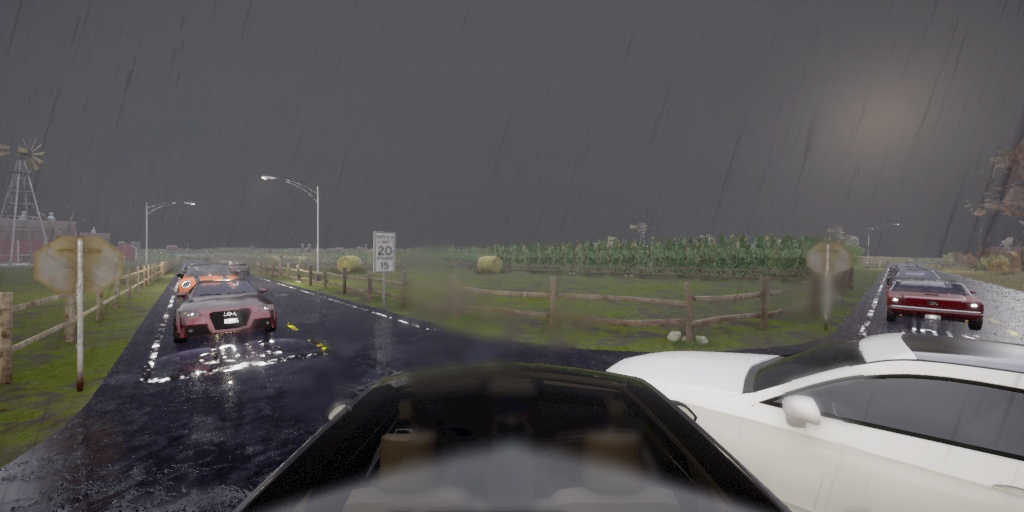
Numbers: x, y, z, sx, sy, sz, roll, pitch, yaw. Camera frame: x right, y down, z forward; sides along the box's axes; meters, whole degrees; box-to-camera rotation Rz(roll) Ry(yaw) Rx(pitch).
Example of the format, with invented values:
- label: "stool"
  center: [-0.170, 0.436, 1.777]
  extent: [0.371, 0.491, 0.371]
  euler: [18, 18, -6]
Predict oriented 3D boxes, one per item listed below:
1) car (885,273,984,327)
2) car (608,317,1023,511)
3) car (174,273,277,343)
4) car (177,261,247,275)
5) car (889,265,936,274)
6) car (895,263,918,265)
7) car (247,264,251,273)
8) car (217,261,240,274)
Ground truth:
- label: "car"
  center: [13.436, 1.402, 11.599]
  extent: [4.718, 1.301, 1.895]
  euler: [0, 1, -43]
- label: "car"
  center: [2.825, 1.294, 2.458]
  extent: [1.812, 1.442, 4.674]
  euler: [0, 1, -44]
- label: "car"
  center: [-8.010, 1.357, 9.966]
  extent: [1.994, 1.385, 4.181]
  euler: [0, 0, -43]
- label: "car"
  center: [-13.834, 1.144, 16.406]
  extent: [2.097, 1.767, 4.553]
  euler: [0, 0, -42]
- label: "car"
  center: [20.465, 1.370, 18.214]
  extent: [5.357, 1.411, 2.033]
  euler: [0, 1, -43]
- label: "car"
  center: [27.174, 1.411, 24.519]
  extent: [4.181, 1.385, 1.994]
  euler: [0, 1, -43]
- label: "car"
  center: [-27.241, 1.292, 35.537]
  extent: [2.128, 1.511, 4.902]
  euler: [0, 0, -42]
- label: "car"
  center: [-34.017, 1.315, 42.945]
  extent: [1.837, 1.490, 4.892]
  euler: [0, 0, -42]
